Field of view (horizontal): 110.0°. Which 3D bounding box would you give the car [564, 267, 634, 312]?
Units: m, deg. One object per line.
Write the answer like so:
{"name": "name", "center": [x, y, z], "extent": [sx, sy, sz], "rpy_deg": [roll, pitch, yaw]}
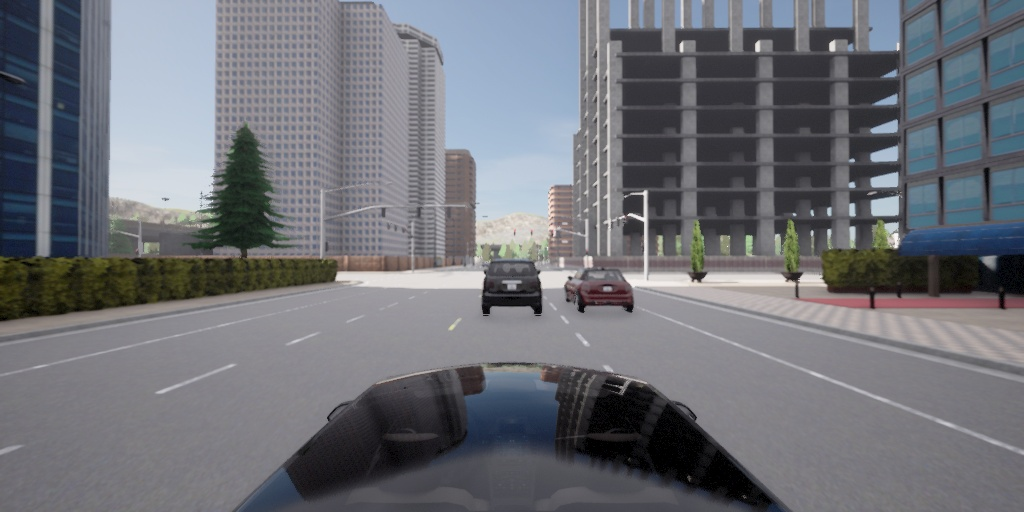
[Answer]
{"name": "car", "center": [3.515, 1.250, 15.256], "extent": [2.097, 1.767, 4.553], "rpy_deg": [0, -1, 0]}

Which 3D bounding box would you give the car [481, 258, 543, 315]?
{"name": "car", "center": [0.006, 1.114, 14.406], "extent": [2.150, 2.045, 5.566], "rpy_deg": [0, 0, 0]}
